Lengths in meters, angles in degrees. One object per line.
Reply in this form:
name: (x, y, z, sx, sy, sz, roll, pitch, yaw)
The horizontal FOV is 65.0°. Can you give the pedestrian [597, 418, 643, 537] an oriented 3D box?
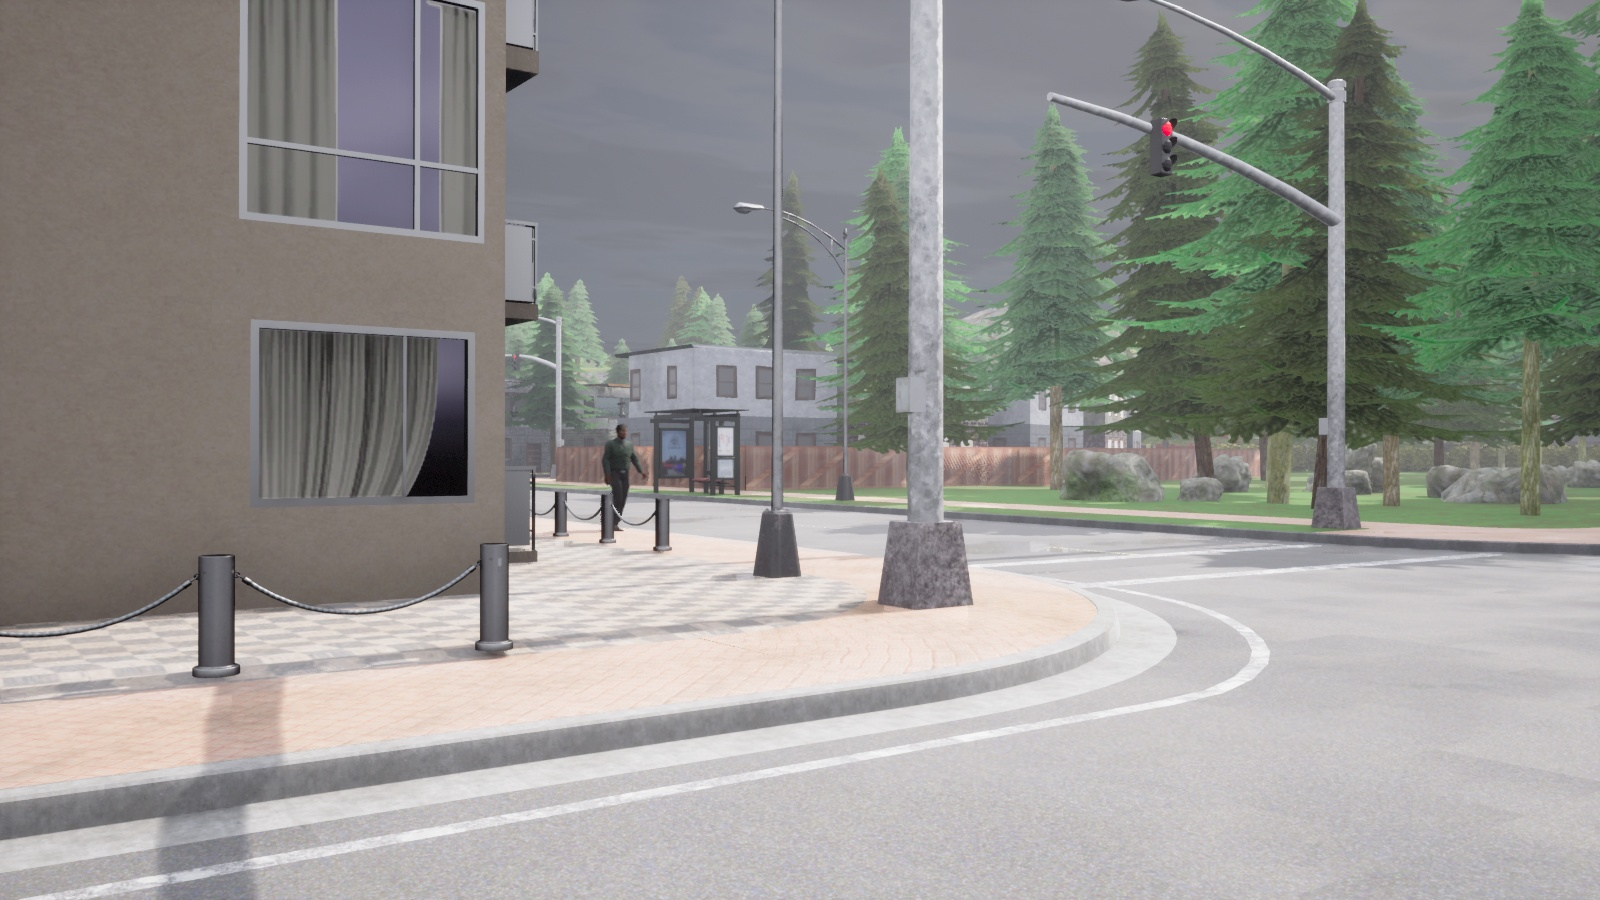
pedestrian: (-2.999, 0.448, 20.933, 0.423, 1.949, 0.788, 0, 0, -38)
